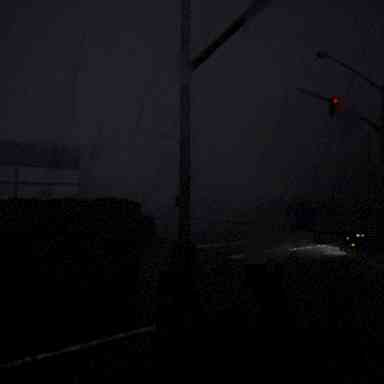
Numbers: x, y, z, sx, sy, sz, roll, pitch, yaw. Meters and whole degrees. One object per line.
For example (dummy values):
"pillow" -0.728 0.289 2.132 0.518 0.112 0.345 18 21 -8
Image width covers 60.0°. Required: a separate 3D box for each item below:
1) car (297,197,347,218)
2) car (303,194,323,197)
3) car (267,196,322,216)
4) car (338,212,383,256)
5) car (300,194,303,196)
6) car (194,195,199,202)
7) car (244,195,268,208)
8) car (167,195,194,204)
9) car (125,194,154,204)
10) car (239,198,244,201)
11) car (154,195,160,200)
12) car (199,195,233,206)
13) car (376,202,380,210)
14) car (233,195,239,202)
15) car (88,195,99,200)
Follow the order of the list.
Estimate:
"car" 11.937 1.484 29.805 4.514 1.523 2.007 0 0 -35
"car" 22.769 1.383 60.027 4.605 1.855 1.932 0 0 -35
"car" 10.100 1.474 32.348 5.027 1.636 2.152 0 0 -35
"car" 8.121 1.641 12.692 4.181 1.385 1.994 0 1 13
"car" 20.768 1.360 62.175 3.866 1.878 1.905 0 0 -35
"car" 1.635 1.543 76.719 4.514 1.523 2.007 0 0 -35
"car" 9.618 1.505 46.454 3.633 1.501 1.845 0 0 -35
"car" -2.604 1.288 65.300 4.605 1.855 1.932 0 0 -35
"car" -9.539 1.506 60.418 3.806 1.475 1.970 0 0 -35
"car" 13.449 1.437 72.669 5.027 1.636 2.152 0 0 -35
"car" -10.936 1.567 91.029 4.674 1.442 1.812 0 0 -35
"car" 3.937 1.484 54.675 4.514 1.523 2.007 0 0 -35
"car" 25.493 1.628 42.904 3.806 1.475 1.970 0 0 -35
"car" 9.513 1.515 77.747 3.806 1.475 1.970 0 0 -35
"car" -24.404 1.494 81.690 5.357 1.411 2.033 0 0 -35
